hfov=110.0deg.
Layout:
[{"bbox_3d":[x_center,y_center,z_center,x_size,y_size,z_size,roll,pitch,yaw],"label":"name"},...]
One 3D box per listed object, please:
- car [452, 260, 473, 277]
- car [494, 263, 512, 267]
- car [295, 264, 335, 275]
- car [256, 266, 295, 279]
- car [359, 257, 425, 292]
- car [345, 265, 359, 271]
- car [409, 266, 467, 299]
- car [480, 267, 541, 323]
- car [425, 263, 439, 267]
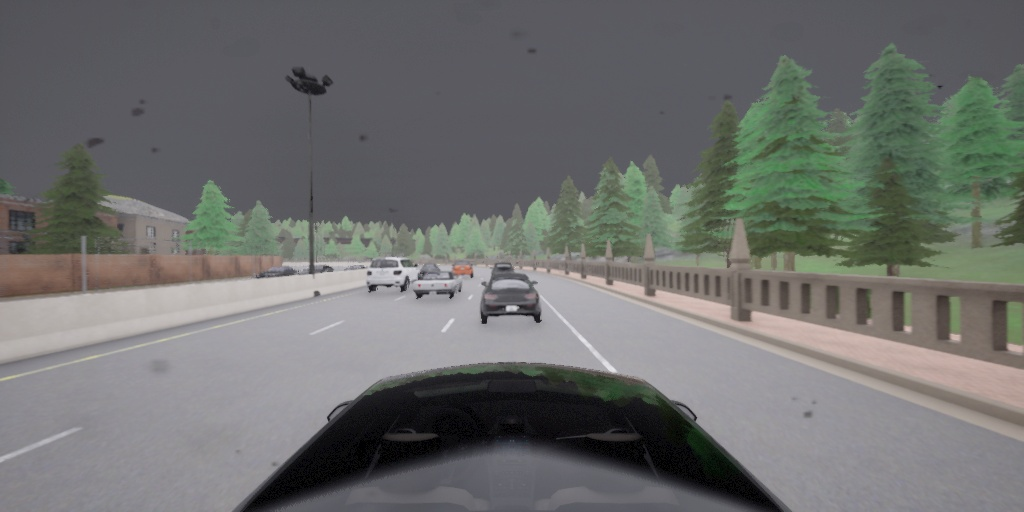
[{"bbox_3d":[-5.051,1.221,36.676,2.097,1.767,4.553,-1,0,-7],"label":"car"},{"bbox_3d":[-0.807,1.305,30.386,1.837,1.490,4.892,-1,0,-5],"label":"car"},{"bbox_3d":[-18.874,1.590,35.031,1.837,1.490,4.892,-1,0,-8],"label":"car"},{"bbox_3d":[-22.344,1.713,34.600,2.033,1.411,5.357,-1,0,-8],"label":"car"},{"bbox_3d":[-7.380,1.106,22.774,2.150,2.045,5.566,-1,0,-2],"label":"car"},{"bbox_3d":[-15.415,1.625,35.590,1.994,1.385,4.181,-1,0,-8],"label":"car"},{"bbox_3d":[-3.744,1.427,18.915,1.895,1.301,4.718,-1,0,-1],"label":"car"},{"bbox_3d":[-0.075,1.291,12.203,1.812,1.442,4.674,-1,0,-1],"label":"car"},{"bbox_3d":[-9.242,1.497,40.586,1.994,1.385,4.181,-1,0,-10],"label":"car"}]
